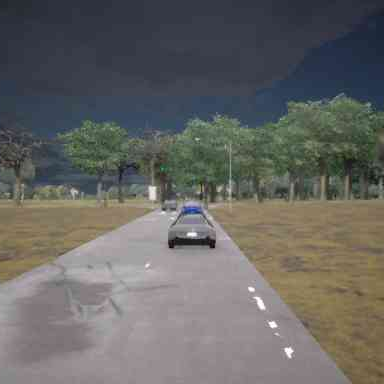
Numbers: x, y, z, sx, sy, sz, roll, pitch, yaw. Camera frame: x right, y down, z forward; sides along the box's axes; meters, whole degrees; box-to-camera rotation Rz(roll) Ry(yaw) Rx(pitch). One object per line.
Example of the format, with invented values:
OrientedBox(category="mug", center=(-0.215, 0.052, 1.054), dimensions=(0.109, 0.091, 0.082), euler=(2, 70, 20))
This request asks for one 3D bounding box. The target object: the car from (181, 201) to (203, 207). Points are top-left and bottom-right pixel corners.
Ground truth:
OrientedBox(category="car", center=(0.000, 1.536, 29.672), dimensions=(1.882, 1.535, 5.008), euler=(0, 0, 0))

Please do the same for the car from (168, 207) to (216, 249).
OrientedBox(category="car", center=(0.000, 1.590, 14.660), dimensions=(1.994, 1.385, 4.181), euler=(0, 0, 0))

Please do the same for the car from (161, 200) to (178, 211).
OrientedBox(category="car", center=(-2.750, 1.689, 41.679), dimensions=(2.033, 1.411, 5.357), euler=(0, 0, 0))
